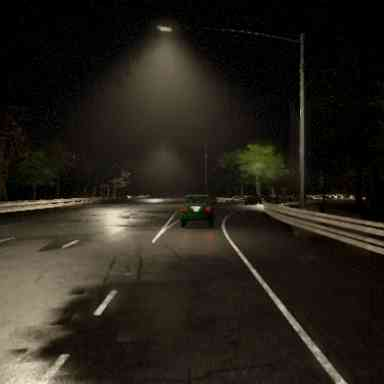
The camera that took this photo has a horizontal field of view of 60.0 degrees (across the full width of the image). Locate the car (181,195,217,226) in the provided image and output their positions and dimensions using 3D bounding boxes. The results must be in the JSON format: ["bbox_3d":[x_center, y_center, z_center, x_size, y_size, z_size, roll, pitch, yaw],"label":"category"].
[{"bbox_3d":[0.519,1.220,23.287,2.150,2.045,5.566,0,0,5],"label":"car"}]

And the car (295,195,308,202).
[{"bbox_3d":[24.204,1.470,74.223,1.812,1.442,4.674,0,0,45],"label":"car"}]

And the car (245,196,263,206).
[{"bbox_3d":[10.207,1.492,54.878,1.837,1.490,4.892,0,0,28],"label":"car"}]
